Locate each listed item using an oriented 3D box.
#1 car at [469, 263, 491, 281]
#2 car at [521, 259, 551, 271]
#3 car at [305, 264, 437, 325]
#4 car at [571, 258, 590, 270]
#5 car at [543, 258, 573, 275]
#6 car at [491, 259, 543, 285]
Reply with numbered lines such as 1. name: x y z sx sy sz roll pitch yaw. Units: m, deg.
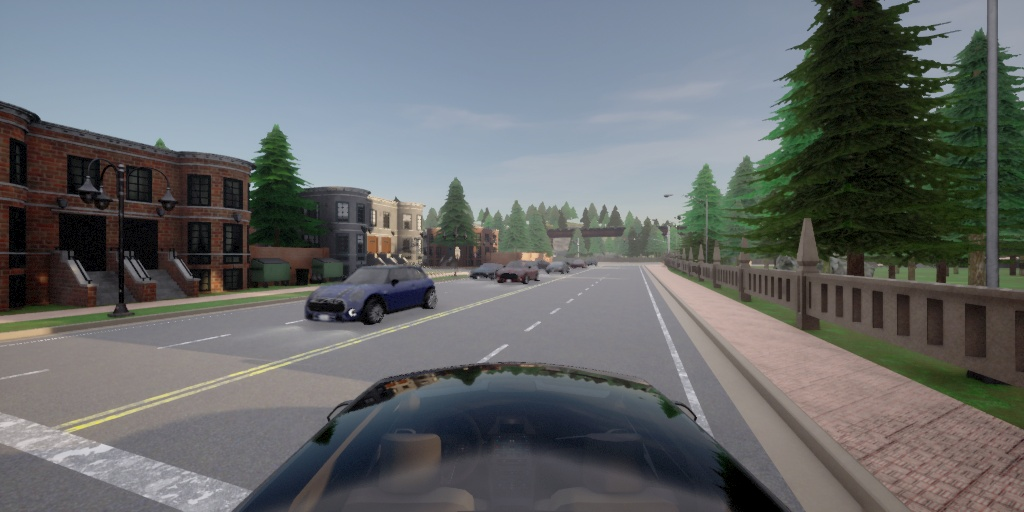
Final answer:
1. car: -1.761 1.297 30.548 2.033 1.411 5.357 0 0 19
2. car: 3.400 1.254 49.657 1.837 1.490 4.892 2 1 37
3. car: -4.436 1.102 11.968 2.097 1.767 4.553 0 0 19
4. car: 10.215 1.228 54.607 1.882 1.535 5.008 0 0 19
5. car: 5.113 1.277 39.791 1.812 1.442 4.674 0 1 21
6. car: 0.500 1.101 26.362 2.097 1.767 4.553 0 0 19
